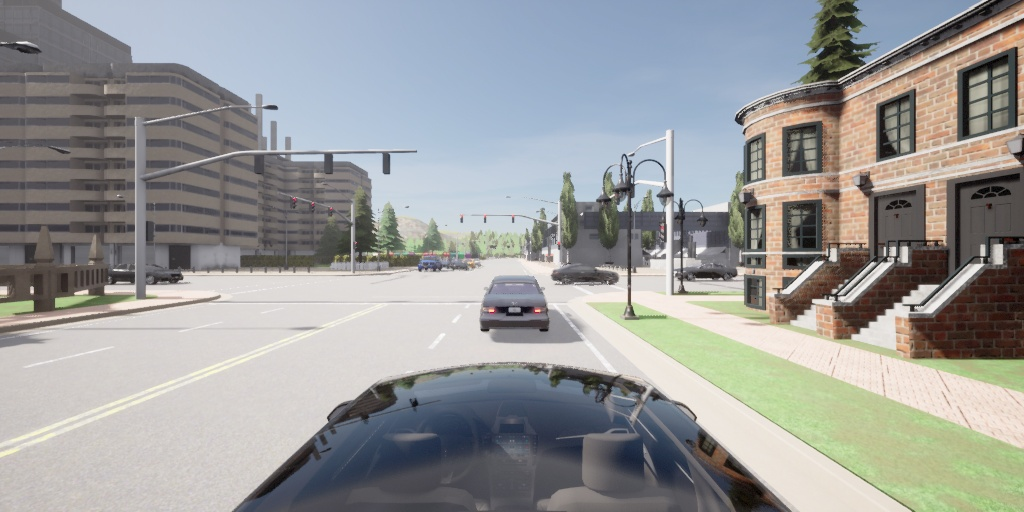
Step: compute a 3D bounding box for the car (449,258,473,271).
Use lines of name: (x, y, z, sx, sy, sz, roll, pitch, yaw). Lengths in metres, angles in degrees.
car: (-7.135, 1.314, 50.272, 1.994, 1.385, 4.181, 0, 0, 0)

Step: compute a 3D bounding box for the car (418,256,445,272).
car: (-10.640, 0.971, 46.874, 2.150, 2.045, 5.566, 0, 0, 0)

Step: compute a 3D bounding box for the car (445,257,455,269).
car: (-10.651, 1.297, 57.188, 2.033, 1.411, 5.357, 0, 0, 0)

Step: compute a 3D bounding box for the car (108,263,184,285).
car: (-26.186, 1.255, 25.388, 4.892, 1.490, 1.837, 0, 0, 0)

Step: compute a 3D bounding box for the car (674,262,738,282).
car: (15.424, 1.241, 28.809, 4.902, 1.511, 2.128, 0, 0, -1)

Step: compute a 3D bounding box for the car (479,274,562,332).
car: (0.072, 1.297, 10.846, 2.033, 1.411, 5.357, 0, 0, 0)

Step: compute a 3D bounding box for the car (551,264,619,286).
car: (5.038, 1.275, 24.991, 4.674, 1.442, 1.812, 0, 0, 0)

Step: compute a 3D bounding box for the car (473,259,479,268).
car: (-7.139, 1.227, 59.361, 1.882, 1.535, 5.008, 0, 0, 0)
